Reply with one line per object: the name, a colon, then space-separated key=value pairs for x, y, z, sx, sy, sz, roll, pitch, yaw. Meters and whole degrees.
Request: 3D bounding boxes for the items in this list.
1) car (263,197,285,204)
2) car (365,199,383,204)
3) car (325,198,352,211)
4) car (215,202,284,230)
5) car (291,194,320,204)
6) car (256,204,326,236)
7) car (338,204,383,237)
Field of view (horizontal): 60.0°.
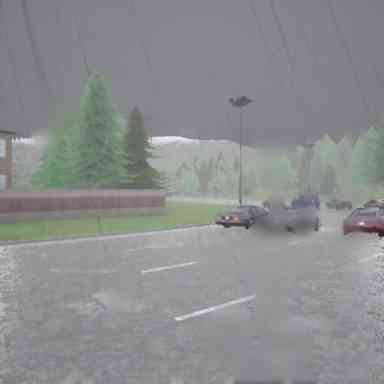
car: x=10.695 y=1.400 z=44.021 sx=2.097 sy=1.767 sz=4.553 roll=0 pitch=0 yaw=-2
car: x=20.903 y=1.514 z=37.381 sx=1.812 sy=1.442 sz=4.674 roll=0 pitch=0 yaw=6
car: x=17.649 y=1.512 z=40.207 sx=1.837 sy=1.490 sz=4.892 roll=1 pitch=0 yaw=3
car: x=3.631 y=1.578 z=21.390 sx=2.033 sy=1.411 sz=5.357 roll=0 pitch=0 yaw=39
car: x=14.391 y=1.247 z=42.459 sx=2.150 sy=2.045 sz=5.566 roll=0 pitch=0 yaw=-1
car: x=5.660 y=1.580 z=18.693 sx=1.994 sy=1.385 sz=4.181 roll=0 pitch=0 yaw=40
car: x=9.757 y=1.561 z=18.350 sx=1.994 sy=1.385 sz=4.181 roll=0 pitch=0 yaw=38
